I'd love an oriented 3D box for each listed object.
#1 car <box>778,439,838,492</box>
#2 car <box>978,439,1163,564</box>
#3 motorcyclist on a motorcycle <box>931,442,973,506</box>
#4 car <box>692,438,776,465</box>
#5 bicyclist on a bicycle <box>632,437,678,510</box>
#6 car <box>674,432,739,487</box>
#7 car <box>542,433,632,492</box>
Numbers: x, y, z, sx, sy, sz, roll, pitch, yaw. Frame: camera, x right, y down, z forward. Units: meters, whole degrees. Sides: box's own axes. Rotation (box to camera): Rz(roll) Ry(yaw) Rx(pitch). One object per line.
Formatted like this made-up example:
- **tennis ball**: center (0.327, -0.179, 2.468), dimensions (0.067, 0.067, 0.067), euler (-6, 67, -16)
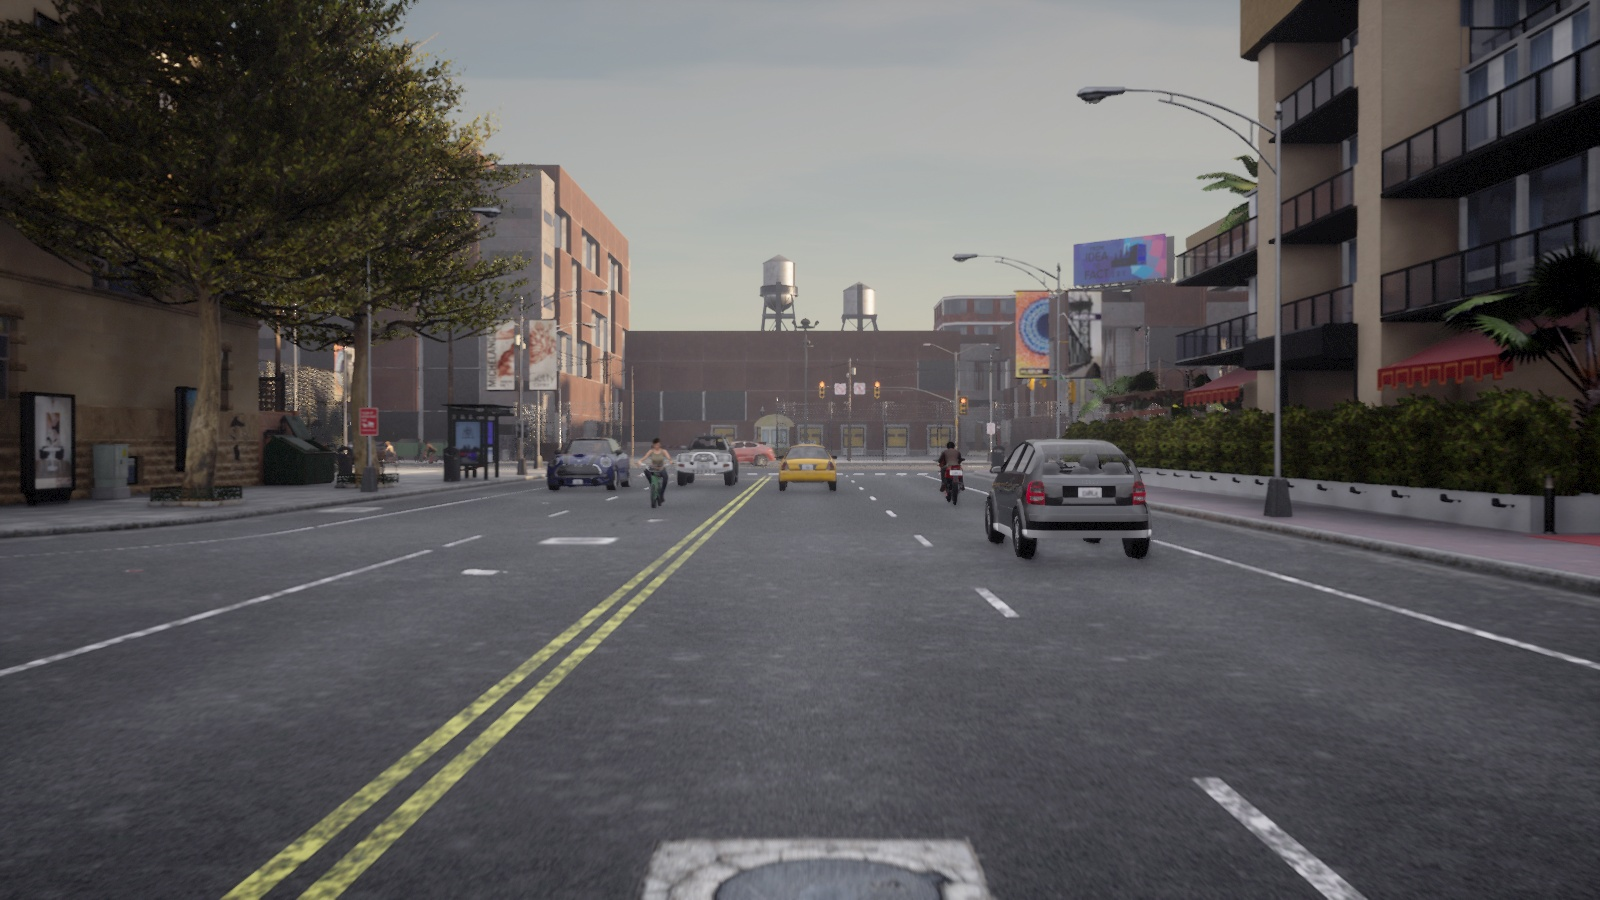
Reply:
- **car**: center (0.244, 0.456, 40.268), dimensions (1.801, 1.575, 5.366), euler (0, 0, 0)
- **car**: center (3.614, 0.629, 17.429), dimensions (1.789, 1.549, 3.705), euler (0, 0, 0)
- **motorcyclist on a motorcycle**: center (3.689, 0.557, 30.644), dimensions (0.797, 1.523, 2.044), euler (0, 0, 0)
- **car**: center (-4.167, 0.073, 78.664), dimensions (5.027, 1.651, 2.152), euler (0, 0, -11)
- **bicyclist on a bicycle**: center (-3.297, 0.517, 28.655), dimensions (0.866, 1.612, 1.509), euler (0, 0, 1)
- **car**: center (-3.234, 0.308, 44.289), dimensions (1.932, 1.855, 4.605), euler (0, 0, 0)
- **car**: center (-6.756, 0.370, 40.304), dimensions (2.097, 1.767, 4.553), euler (0, 0, 0)
